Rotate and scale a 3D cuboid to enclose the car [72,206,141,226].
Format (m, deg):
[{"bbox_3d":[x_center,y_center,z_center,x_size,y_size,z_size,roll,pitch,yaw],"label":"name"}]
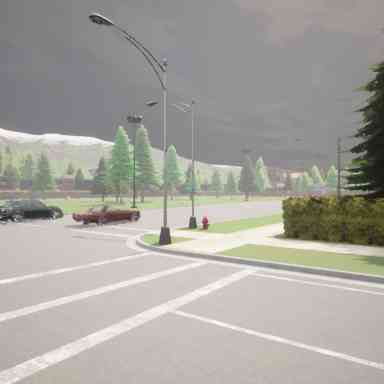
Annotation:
[{"bbox_3d":[-5.794,1.601,23.282,1.895,1.301,4.718,0,0,36],"label":"car"}]

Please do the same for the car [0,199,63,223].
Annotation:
[{"bbox_3d":[-12.491,1.352,25.963,2.097,1.767,4.553,0,0,36],"label":"car"}]
